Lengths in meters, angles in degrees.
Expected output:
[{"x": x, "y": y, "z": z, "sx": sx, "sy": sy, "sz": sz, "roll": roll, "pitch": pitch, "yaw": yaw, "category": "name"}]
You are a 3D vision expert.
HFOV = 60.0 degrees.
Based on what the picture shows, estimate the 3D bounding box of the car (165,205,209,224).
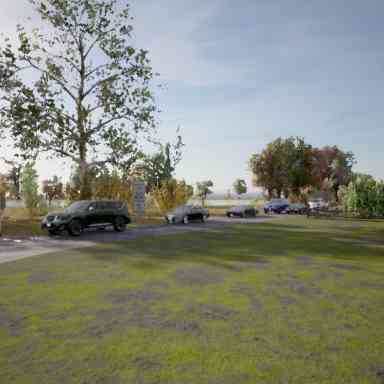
[{"x": -0.347, "y": 1.889, "z": 28.624, "sx": 2.128, "sy": 1.511, "sz": 4.902, "roll": -1, "pitch": -1, "yaw": 35, "category": "car"}]

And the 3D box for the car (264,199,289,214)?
[{"x": 11.851, "y": 1.938, "z": 45.936, "sx": 2.150, "sy": 2.045, "sz": 5.566, "roll": -1, "pitch": -2, "yaw": 36, "category": "car"}]

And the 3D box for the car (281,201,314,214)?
[{"x": 14.133, "y": 2.216, "z": 44.240, "sx": 2.033, "sy": 1.411, "sz": 5.357, "roll": -1, "pitch": -2, "yaw": 35, "category": "car"}]

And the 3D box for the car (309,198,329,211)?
[{"x": 20.077, "y": 2.050, "z": 52.819, "sx": 2.150, "sy": 2.045, "sz": 5.566, "roll": -1, "pitch": -2, "yaw": 35, "category": "car"}]

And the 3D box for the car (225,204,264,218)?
[{"x": 5.728, "y": 2.104, "z": 37.279, "sx": 2.033, "sy": 1.411, "sz": 5.357, "roll": -1, "pitch": -2, "yaw": 35, "category": "car"}]

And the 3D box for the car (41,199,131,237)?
[{"x": -6.193, "y": 1.468, "z": 20.262, "sx": 2.150, "sy": 2.045, "sz": 5.566, "roll": -1, "pitch": -1, "yaw": 34, "category": "car"}]
